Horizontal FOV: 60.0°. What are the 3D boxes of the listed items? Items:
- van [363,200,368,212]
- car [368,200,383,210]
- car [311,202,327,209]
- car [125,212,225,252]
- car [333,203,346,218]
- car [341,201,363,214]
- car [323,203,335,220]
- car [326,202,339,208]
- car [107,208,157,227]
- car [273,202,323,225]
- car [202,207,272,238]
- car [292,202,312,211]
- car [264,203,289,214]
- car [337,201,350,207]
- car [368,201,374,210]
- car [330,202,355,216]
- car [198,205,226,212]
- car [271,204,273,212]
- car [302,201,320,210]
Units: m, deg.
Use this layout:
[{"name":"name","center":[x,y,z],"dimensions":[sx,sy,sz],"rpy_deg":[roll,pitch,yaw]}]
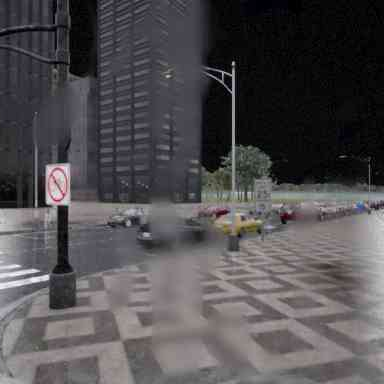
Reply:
[{"name":"van","center":[25.619,2.288,51.666],"dimensions":[1.690,1.788,3.998],"rpy_deg":[-1,-2,35]},{"name":"car","center":[35.451,2.537,65.452],"dimensions":[2.192,1.841,5.009],"rpy_deg":[-1,-2,35]},{"name":"car","center":[25.236,2.671,65.805],"dimensions":[1.887,1.381,4.507],"rpy_deg":[-1,-2,35]},{"name":"car","center":[-0.596,1.774,14.903],"dimensions":[1.947,1.339,4.313],"rpy_deg":[-1,-2,35]},{"name":"car","center":[15.792,2.245,37.881],"dimensions":[1.802,1.307,4.206],"rpy_deg":[-1,-2,36]},{"name":"car","center":[22.342,2.293,47.069],"dimensions":[1.967,1.590,4.097],"rpy_deg":[-1,-2,35]},{"name":"car","center":[12.511,2.113,33.282],"dimensions":[1.887,1.381,4.507],"rpy_deg":[-1,-2,35]},{"name":"car","center":[31.791,2.889,74.994],"dimensions":[1.802,1.307,4.206],"rpy_deg":[-1,-2,35]},{"name":"car","center":[-4.255,1.840,24.453],"dimensions":[2.008,1.369,4.403],"rpy_deg":[-1,-1,35]},{"name":"car","center":[9.233,1.790,28.693],"dimensions":[2.192,1.841,5.009],"rpy_deg":[-1,-2,35]},{"name":"car","center":[2.779,1.823,19.636],"dimensions":[1.752,1.417,4.829],"rpy_deg":[-1,-2,35]},{"name":"car","center":[18.682,2.492,56.616],"dimensions":[2.008,1.369,4.403],"rpy_deg":[-1,-2,35]},{"name":"car","center":[12.127,2.303,47.426],"dimensions":[2.008,1.369,4.403],"rpy_deg":[-1,-2,35]},{"name":"car","center":[38.345,3.035,84.183],"dimensions":[2.008,1.369,4.403],"rpy_deg":[-1,-1,35]},{"name":"car","center":[28.897,2.590,56.256],"dimensions":[2.008,1.369,4.403],"rpy_deg":[-1,-2,35]},{"name":"car","center":[19.065,2.303,42.472],"dimensions":[1.887,1.381,4.507],"rpy_deg":[-1,-2,35]},{"name":"car","center":[2.298,2.014,33.643],"dimensions":[1.887,1.381,4.507],"rpy_deg":[-1,-2,35]},{"name":"car","center":[8.851,2.208,42.832],"dimensions":[2.008,1.369,4.403],"rpy_deg":[-1,-2,35]},{"name":"car","center":[21.959,2.474,61.213],"dimensions":[1.967,1.590,4.097],"rpy_deg":[-1,-2,35]}]
